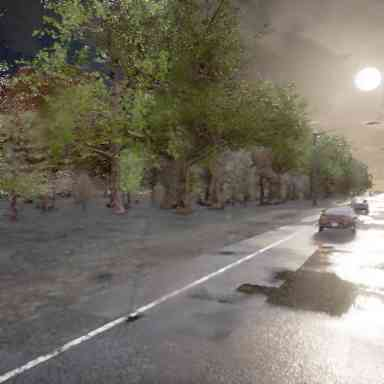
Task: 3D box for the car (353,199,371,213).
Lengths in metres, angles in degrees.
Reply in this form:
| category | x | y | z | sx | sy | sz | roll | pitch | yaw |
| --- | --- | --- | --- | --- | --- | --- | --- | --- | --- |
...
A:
| category | x | y | z | sx | sy | sz | roll | pitch | yaw |
| --- | --- | --- | --- | --- | --- | --- | --- | --- | --- |
| car | 18.215 | 1.481 | 36.088 | 2.033 | 1.411 | 5.357 | 0 | 0 | 30 |

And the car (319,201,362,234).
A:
| category | x | y | z | sx | sy | sz | roll | pitch | yaw |
| --- | --- | --- | --- | --- | --- | --- | --- | --- | --- |
| car | 8.522 | 1.494 | 19.171 | 1.812 | 1.442 | 4.674 | 0 | 0 | 30 |
